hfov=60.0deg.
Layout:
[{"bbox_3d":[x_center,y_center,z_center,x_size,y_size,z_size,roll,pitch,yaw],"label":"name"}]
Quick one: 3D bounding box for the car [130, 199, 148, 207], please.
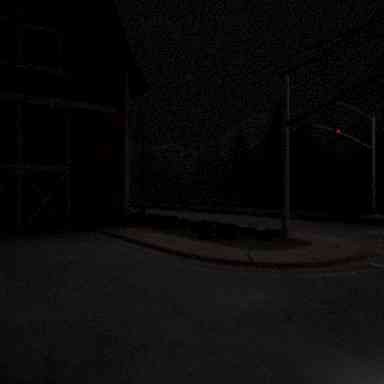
[{"bbox_3d":[-8.301,1.771,50.038,1.994,1.385,4.181,0,0,-34],"label":"car"}]
